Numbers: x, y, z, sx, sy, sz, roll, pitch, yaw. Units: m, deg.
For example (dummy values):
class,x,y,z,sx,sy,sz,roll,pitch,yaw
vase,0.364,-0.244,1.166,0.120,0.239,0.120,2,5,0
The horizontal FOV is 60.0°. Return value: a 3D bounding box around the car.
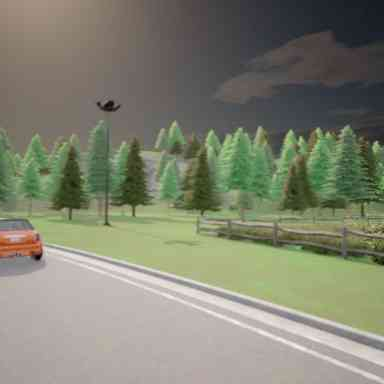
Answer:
class,x,y,z,sx,sy,sz,roll,pitch,yaw
car,-7.863,1.788,13.567,2.097,1.767,4.553,3,-3,-44
